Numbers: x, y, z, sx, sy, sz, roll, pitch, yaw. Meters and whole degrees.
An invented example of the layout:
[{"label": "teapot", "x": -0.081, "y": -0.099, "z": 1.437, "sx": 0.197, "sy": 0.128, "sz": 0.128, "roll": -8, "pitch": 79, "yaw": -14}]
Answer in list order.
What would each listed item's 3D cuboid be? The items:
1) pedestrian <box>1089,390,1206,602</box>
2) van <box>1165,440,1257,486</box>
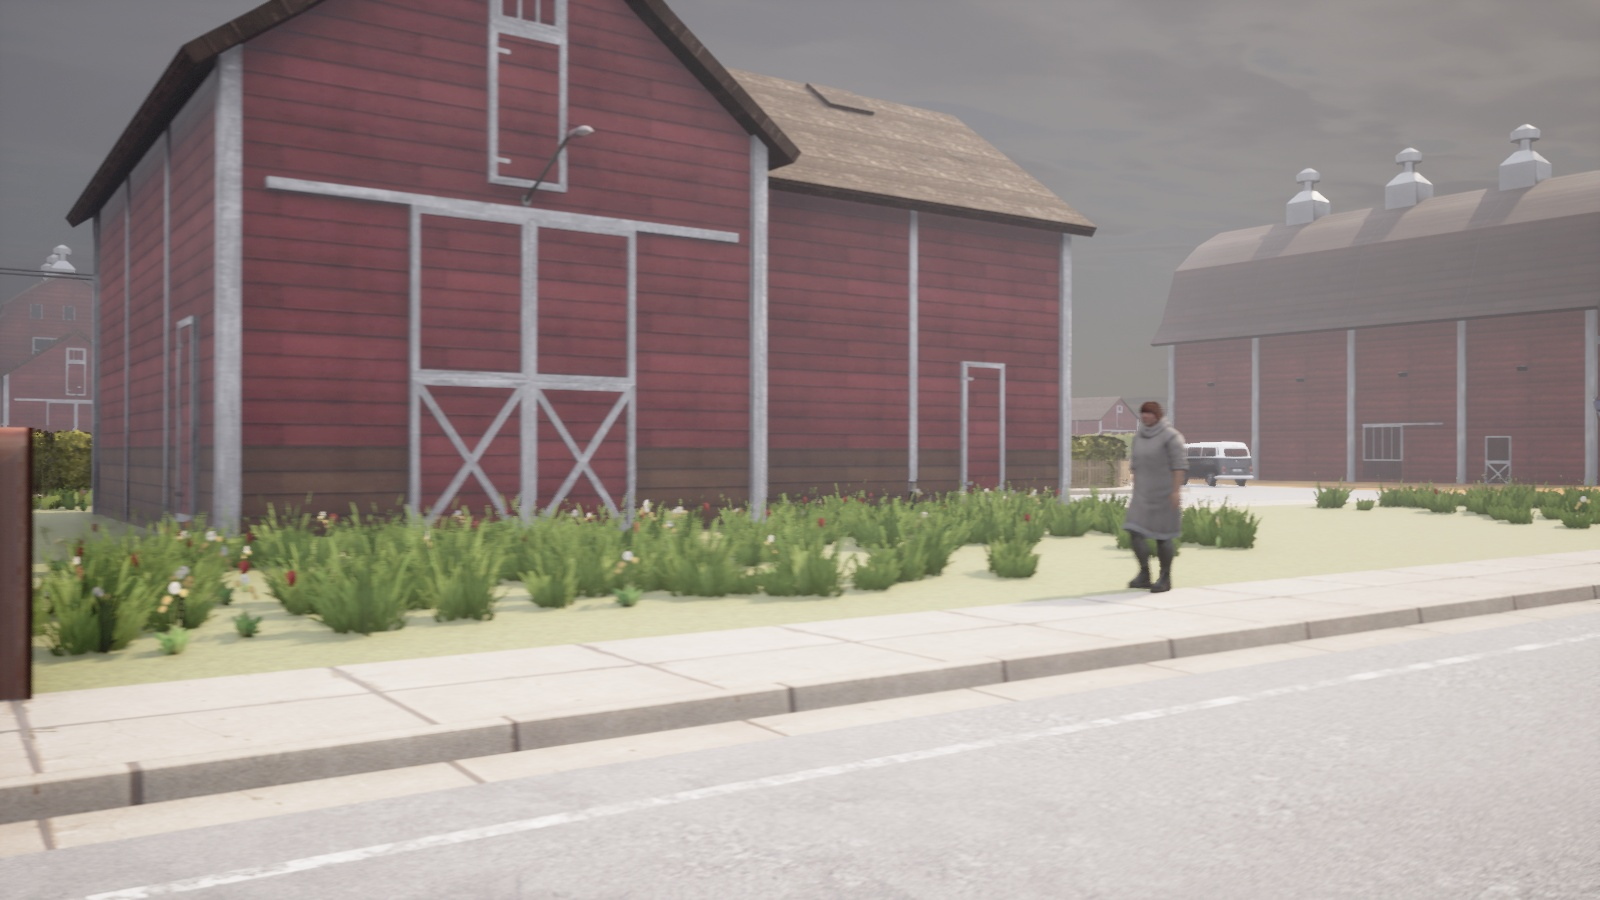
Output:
[{"label": "pedestrian", "x": 3.334, "y": 0.423, "z": 12.058, "sx": 0.873, "sy": 1.952, "sz": 0.659, "roll": 0, "pitch": 0, "yaw": -32}, {"label": "van", "x": 19.003, "y": 0.579, "z": 58.290, "sx": 2.069, "sy": 2.038, "sz": 4.480, "roll": 0, "pitch": 0, "yaw": -13}]
